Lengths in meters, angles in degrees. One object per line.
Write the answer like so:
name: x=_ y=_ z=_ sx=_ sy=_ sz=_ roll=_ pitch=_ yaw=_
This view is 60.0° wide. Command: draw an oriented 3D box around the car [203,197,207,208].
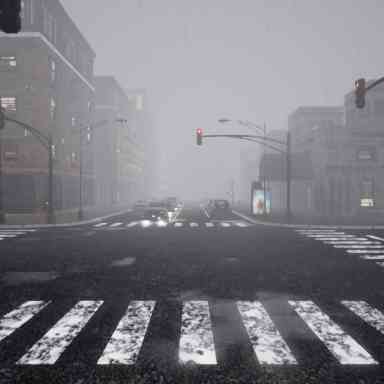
car: x=2.710 y=1.597 z=43.233 sx=1.802 sy=1.307 sz=4.206 roll=0 pitch=0 yaw=0

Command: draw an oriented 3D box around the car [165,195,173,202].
car: x=-5.647 y=1.592 z=82.932 sx=1.752 sy=1.417 sz=4.829 roll=-1 pitch=0 yaw=0

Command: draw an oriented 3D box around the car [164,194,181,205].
car: x=-3.062 y=1.526 z=49.683 sx=1.837 sy=1.490 sz=4.892 roll=0 pitch=0 yaw=0

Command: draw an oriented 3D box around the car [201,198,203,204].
car: x=2.714 y=1.571 z=48.930 sx=2.008 sy=1.369 sz=4.403 roll=0 pitch=0 yaw=0

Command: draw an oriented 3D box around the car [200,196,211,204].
car: x=2.724 y=1.591 z=66.020 sx=2.008 sy=1.369 sz=4.403 roll=-1 pitch=0 yaw=0

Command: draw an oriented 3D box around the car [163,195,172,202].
car: x=-5.652 y=1.497 z=77.405 sx=1.967 sy=1.590 sz=4.097 roll=0 pitch=0 yaw=0

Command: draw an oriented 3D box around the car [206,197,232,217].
car: x=2.703 y=1.446 z=31.839 sx=1.967 sy=1.590 sz=4.097 roll=0 pitch=0 yaw=0

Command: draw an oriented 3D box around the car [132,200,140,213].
car: x=-5.674 y=1.561 z=37.529 sx=2.008 sy=1.369 sz=4.403 roll=0 pitch=0 yaw=0

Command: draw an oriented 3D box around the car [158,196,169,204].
car: x=-5.657 y=1.565 z=65.843 sx=1.752 sy=1.417 sz=4.829 roll=0 pitch=0 yaw=0

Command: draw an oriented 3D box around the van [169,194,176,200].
van: x=-5.642 y=1.430 z=94.496 sx=1.690 sy=1.788 sz=3.998 roll=-1 pitch=0 yaw=0

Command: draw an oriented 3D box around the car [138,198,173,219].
car: x=-3.084 y=1.552 z=29.275 sx=2.033 sy=1.411 sz=5.357 roll=0 pitch=0 yaw=0

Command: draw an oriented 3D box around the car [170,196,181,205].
car: x=-3.006 y=1.539 z=60.747 sx=1.837 sy=1.490 sz=4.892 roll=0 pitch=0 yaw=0

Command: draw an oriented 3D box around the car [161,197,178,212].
car: x=-3.080 y=1.576 z=39.280 sx=1.994 sy=1.385 sz=4.181 roll=0 pitch=0 yaw=-1
